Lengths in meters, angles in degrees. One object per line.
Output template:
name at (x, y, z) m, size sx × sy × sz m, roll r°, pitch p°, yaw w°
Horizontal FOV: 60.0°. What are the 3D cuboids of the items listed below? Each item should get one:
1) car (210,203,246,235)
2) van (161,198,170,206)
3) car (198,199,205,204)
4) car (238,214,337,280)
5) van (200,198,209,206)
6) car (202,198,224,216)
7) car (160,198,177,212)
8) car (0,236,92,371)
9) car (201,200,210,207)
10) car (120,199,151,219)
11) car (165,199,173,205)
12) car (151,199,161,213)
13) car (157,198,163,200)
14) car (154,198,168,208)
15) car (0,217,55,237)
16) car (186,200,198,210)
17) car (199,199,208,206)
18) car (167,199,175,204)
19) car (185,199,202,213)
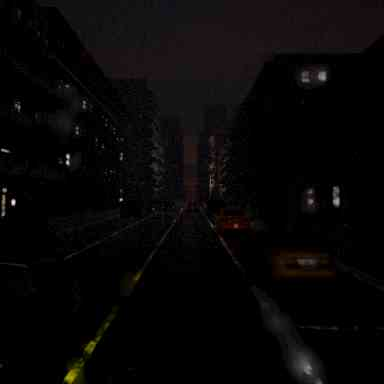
car at (2.362, 1.685, 20.332) m, size 1.882 × 1.535 × 5.008 m, roll 0°, pitch -1°, yaw 0°
van at (-5.681, 2.155, 72.521) m, size 1.690 × 1.788 × 3.998 m, roll 0°, pitch -1°, yaw 0°
car at (2.697, 2.696, 95.275) m, size 1.802 × 1.307 × 4.206 m, roll 0°, pitch -1°, yaw 0°
car at (2.697, 1.627, 10.100) m, size 1.752 × 1.417 × 4.829 m, roll 0°, pitch -1°, yaw 0°
van at (2.698, 2.154, 72.518) m, size 1.690 × 1.788 × 3.998 m, roll 0°, pitch -1°, yaw 0°
car at (2.698, 1.722, 38.382) m, size 2.192 × 1.841 × 5.009 m, roll 0°, pitch -1°, yaw 0°
car at (-3.085, 1.996, 45.927) m, size 1.837 × 1.490 × 4.892 m, roll 0°, pitch 0°, yaw 0°
car at (-3.101, 1.652, 4.999) m, size 1.895 × 1.301 × 4.718 m, roll 0°, pitch -1°, yaw 0°
car at (2.697, 2.324, 66.828) m, size 1.802 × 1.307 × 4.206 m, roll 0°, pitch -1°, yaw 0°
car at (-5.682, 1.657, 32.694) m, size 2.192 × 1.841 × 5.009 m, roll 0°, pitch -1°, yaw 0°
car at (-5.683, 2.484, 83.728) m, size 1.752 × 1.417 × 4.829 m, roll 0°, pitch -1°, yaw 0°
car at (-5.683, 2.023, 44.072) m, size 2.008 × 1.369 × 4.403 m, roll 0°, pitch -1°, yaw 0°
car at (-5.683, 1.978, 49.763) m, size 1.967 × 1.590 × 4.097 m, roll 0°, pitch -1°, yaw 0°
car at (-5.682, 1.987, 61.143) m, size 2.192 × 1.841 × 5.009 m, roll 0°, pitch -1°, yaw 0°
car at (-5.683, 1.541, 9.934) m, size 1.967 × 1.590 × 4.097 m, roll 0°, pitch -1°, yaw 0°
car at (0.004, 2.164, 56.459) m, size 2.033 × 1.411 × 5.357 m, roll 0°, pitch -1°, yaw 0°
car at (2.697, 2.431, 78.207) m, size 1.887 × 1.381 × 4.507 m, roll 0°, pitch -1°, yaw 0°
car at (-5.683, 2.619, 89.589) m, size 1.802 × 1.307 × 4.206 m, roll 0°, pitch -1°, yaw 0°
car at (0.061, 1.966, 45.483) m, size 1.882 × 1.535 × 5.008 m, roll 0°, pitch -1°, yaw 0°
